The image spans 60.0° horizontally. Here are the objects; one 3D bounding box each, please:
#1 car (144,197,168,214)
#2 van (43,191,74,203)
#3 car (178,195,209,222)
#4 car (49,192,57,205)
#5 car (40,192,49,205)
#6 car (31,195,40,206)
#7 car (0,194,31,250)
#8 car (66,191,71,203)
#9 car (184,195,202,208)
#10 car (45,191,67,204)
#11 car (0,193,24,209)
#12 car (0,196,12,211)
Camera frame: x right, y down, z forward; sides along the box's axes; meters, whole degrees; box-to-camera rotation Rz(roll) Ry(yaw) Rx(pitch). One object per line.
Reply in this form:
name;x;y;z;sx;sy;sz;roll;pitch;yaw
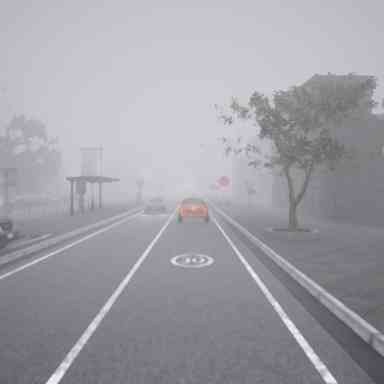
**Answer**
car;-3.336;1.216;31.505;1.837;1.490;4.892;0;1;0
van;-21.990;0.776;54.861;4.442;1.987;1.878;0;0;0
car;0.107;1.139;24.425;2.097;1.767;4.553;0;0;0
car;-22.128;1.103;46.538;4.792;1.488;2.163;0;1;0
car;-22.090;1.099;43.763;4.892;1.521;2.231;0;1;0
car;-22.099;1.122;40.988;5.008;1.535;2.097;0;1;0
car;-8.954;1.145;11.339;5.566;2.045;2.435;0;1;0
car;-22.134;1.055;52.090;4.792;1.488;2.163;0;0;0
car;0.113;1.105;41.623;2.033;1.411;5.357;0;1;0
car;-21.916;1.046;49.312;5.366;1.575;1.946;0;0;0
car;-22.122;1.022;38.212;4.553;1.767;2.185;0;1;0
car;-22.085;1.213;35.438;4.674;1.452;2.002;0;1;0
